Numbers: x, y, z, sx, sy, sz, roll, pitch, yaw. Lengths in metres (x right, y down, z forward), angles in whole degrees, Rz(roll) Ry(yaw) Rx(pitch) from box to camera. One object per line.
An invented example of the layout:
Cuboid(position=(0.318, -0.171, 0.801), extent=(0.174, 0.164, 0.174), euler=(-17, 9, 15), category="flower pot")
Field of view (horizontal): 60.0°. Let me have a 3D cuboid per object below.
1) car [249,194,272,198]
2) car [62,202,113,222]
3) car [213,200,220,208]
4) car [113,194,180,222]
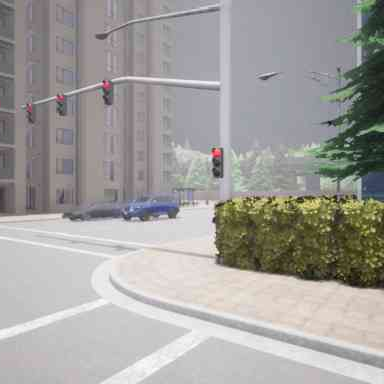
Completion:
Cuboid(position=(8.665, 1.223, 43.123), extent=(2.150, 2.045, 5.566), euler=(0, 0, 36), category="car")
Cuboid(position=(-7.683, 1.547, 26.872), extent=(2.033, 1.411, 5.357), euler=(0, 0, 36), category="car")
Cuboid(position=(4.604, 1.477, 43.532), extent=(1.882, 1.535, 5.008), euler=(0, 0, 37), category="car")
Cuboid(position=(-3.284, 1.219, 26.954), extent=(2.150, 2.045, 5.566), euler=(0, 0, 36), category="car")
